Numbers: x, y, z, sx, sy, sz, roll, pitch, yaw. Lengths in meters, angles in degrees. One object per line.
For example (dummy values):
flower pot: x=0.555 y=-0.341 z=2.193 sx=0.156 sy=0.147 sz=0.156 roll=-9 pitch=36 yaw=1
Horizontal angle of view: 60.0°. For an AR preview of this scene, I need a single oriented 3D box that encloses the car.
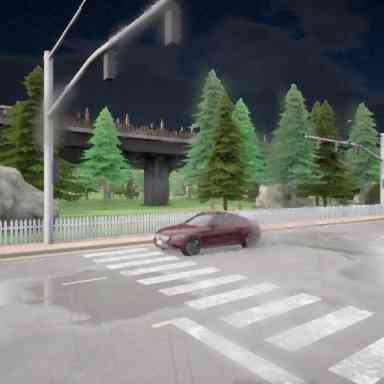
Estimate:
car: x=0.751 y=1.526 z=13.114 sx=4.674 sy=1.442 sz=1.812 roll=0 pitch=0 yaw=-35
